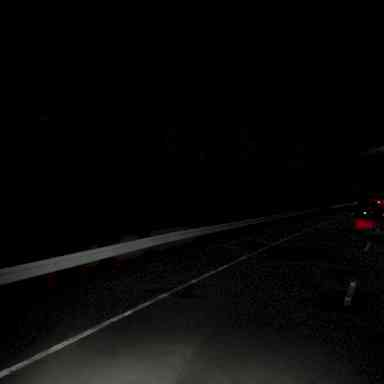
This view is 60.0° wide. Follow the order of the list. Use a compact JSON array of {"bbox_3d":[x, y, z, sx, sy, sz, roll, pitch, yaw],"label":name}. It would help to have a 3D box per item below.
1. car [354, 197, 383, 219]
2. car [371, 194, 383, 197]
[{"bbox_3d":[15.813,1.505,29.739,1.837,1.490,4.892,0,0,35],"label":"car"},{"bbox_3d":[21.812,1.221,38.323,2.150,2.045,5.566,0,0,35],"label":"car"}]
